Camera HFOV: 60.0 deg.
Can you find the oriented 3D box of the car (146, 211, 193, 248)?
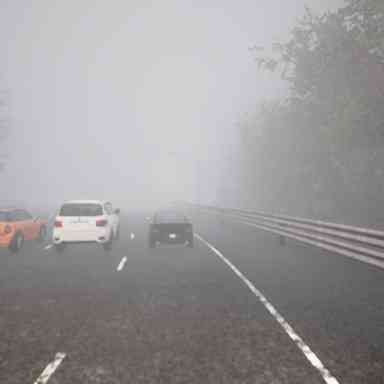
[{"bbox_3d":[-1.125,1.627,15.837,1.882,1.535,5.008,0,0,-8],"label":"car"}]

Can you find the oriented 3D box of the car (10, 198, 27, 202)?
[{"bbox_3d":[-41.478,2.218,78.545,4.892,1.490,1.837,0,-1,40],"label":"car"}]

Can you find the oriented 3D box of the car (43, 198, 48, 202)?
[{"bbox_3d":[-36.748,2.281,83.705,4.674,1.442,1.812,0,-1,40],"label":"car"}]

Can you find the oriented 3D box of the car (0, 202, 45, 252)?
[{"bbox_3d":[-8.003,1.489,14.503,2.097,1.767,4.553,0,-1,-8],"label":"car"}]

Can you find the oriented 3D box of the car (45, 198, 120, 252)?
[{"bbox_3d":[-4.524,1.358,14.911,2.150,2.045,5.566,0,0,-8],"label":"car"}]

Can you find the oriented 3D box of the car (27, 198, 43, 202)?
[{"bbox_3d":[-39.113,2.215,81.125,5.008,1.535,1.882,0,-1,40],"label":"car"}]
